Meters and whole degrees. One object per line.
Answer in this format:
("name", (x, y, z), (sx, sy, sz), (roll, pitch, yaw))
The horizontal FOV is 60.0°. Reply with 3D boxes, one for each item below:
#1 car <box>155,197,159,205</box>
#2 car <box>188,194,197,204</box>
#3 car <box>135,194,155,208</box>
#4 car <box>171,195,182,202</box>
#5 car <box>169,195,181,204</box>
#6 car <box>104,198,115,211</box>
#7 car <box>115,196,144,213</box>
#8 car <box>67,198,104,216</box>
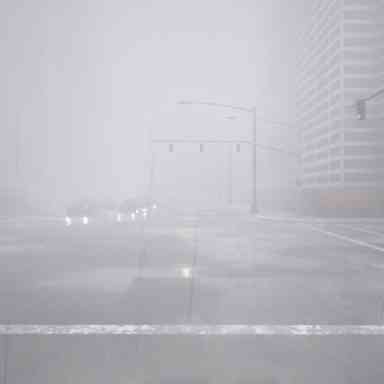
("car", (-6.995, 1.601, 58.542), (1.895, 1.301, 4.718), (0, 0, 0))
("car", (0.093, 1.547, 64.122), (2.033, 1.411, 5.357), (0, 0, 0))
("car", (-7.027, 1.491, 48.218), (2.128, 1.511, 4.902), (0, 0, 0))
("car", (-3.392, 1.354, 74.412), (2.128, 1.511, 4.902), (0, 0, 0))
("car", (-3.407, 1.491, 64.127), (2.128, 1.511, 4.902), (0, 0, 0))
("car", (-10.537, 1.477, 41.884), (1.882, 1.535, 5.008), (0, 0, 0))
("car", (-7.045, 1.504, 37.868), (1.837, 1.490, 4.892), (0, 0, 0))
("car", (-10.590, 1.352, 32.752), (2.097, 1.767, 4.553), (0, 0, 1))
